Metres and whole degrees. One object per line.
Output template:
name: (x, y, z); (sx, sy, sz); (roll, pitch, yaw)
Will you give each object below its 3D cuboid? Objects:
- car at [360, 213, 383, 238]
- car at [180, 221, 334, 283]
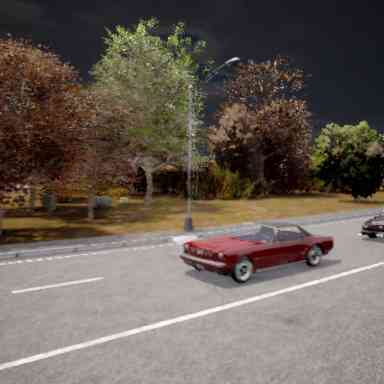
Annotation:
car: (9.976, 1.346, 15.328); (5.357, 1.411, 2.033); (-2, 1, -35)
car: (2.012, 1.571, 9.712); (4.718, 1.301, 1.895); (-1, 0, -35)
